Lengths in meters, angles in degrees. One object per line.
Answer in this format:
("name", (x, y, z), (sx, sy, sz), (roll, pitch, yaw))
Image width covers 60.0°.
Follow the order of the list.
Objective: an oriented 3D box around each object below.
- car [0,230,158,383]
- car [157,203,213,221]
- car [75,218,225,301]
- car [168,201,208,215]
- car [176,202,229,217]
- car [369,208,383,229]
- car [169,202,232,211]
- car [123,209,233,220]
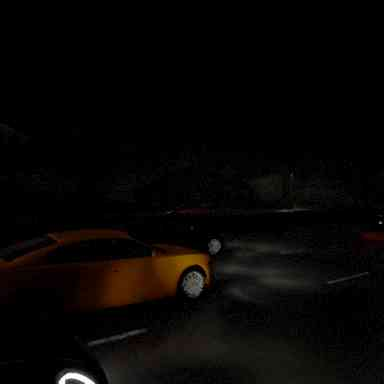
("car", (-2.718, 1.338, 1.808), (4.553, 1.767, 2.097), (1, 0, -36))
("car", (-0.559, 1.699, 29.385), (4.674, 1.442, 1.812), (1, 0, -35))
("car", (-1.817, 1.502, 6.752), (5.008, 1.535, 1.882), (1, 0, -36))
("car", (-0.418, 1.791, 38.065), (4.181, 1.385, 1.994), (1, 0, -35))
("car", (1.137, 1.769, 34.881), (5.357, 1.411, 2.033), (1, 0, -35))
("car", (13.749, 1.744, 22.164), (4.902, 1.511, 2.128), (1, 0, -36))
("car", (0.992, 1.644, 26.192), (5.008, 1.535, 1.882), (1, 0, -35))
("car", (-1.064, 1.538, 11.590), (5.008, 1.535, 1.882), (1, 0, -36))
